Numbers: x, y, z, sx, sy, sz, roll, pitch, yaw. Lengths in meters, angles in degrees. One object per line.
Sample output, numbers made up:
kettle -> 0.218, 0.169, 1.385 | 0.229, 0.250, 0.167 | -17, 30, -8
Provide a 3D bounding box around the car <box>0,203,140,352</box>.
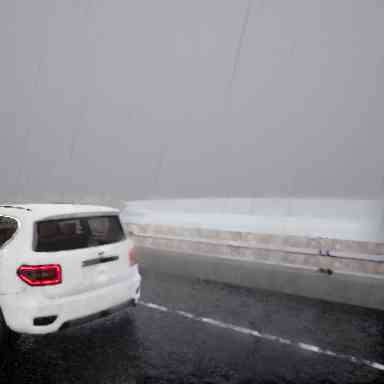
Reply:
car -> -3.477, 1.230, 6.362 | 5.566, 2.045, 2.150 | 0, 0, 36
